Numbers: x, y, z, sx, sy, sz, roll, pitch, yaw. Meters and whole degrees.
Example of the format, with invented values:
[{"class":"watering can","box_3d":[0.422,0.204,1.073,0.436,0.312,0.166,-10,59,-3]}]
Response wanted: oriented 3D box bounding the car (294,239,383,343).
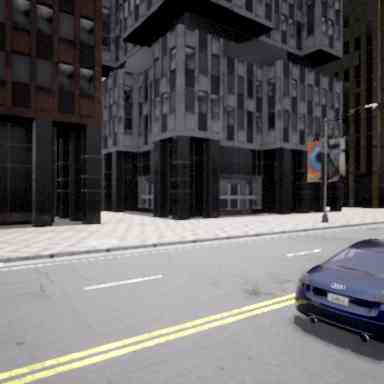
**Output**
[{"class":"car","box_3d":[3.827,1.591,6.166,4.181,1.385,1.994,0,0,-35]}]
